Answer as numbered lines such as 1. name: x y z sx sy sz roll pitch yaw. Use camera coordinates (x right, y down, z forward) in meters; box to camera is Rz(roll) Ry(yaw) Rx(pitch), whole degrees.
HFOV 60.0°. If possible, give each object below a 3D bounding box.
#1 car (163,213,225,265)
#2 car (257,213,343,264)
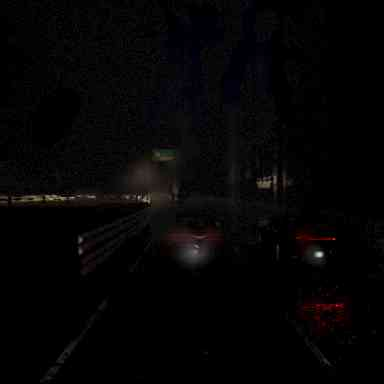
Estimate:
1. car: 0.028 1.492 11.669 2.128 1.511 4.902 0 0 -1
2. car: 3.583 1.506 11.784 1.837 1.490 4.892 0 0 0
